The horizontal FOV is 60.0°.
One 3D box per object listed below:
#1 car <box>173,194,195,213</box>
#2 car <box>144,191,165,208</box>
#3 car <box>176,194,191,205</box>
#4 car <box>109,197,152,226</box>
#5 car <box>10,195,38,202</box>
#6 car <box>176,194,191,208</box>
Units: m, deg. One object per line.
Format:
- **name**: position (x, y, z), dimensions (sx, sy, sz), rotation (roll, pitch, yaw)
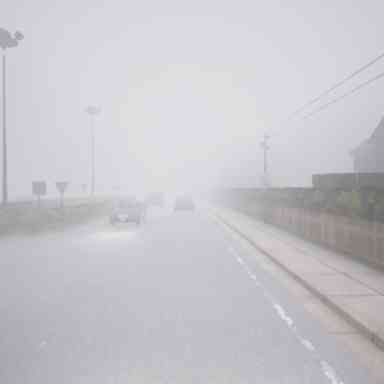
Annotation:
- **car**: position (-0.758, 1.216, 32.322), dimensions (2.128, 1.511, 4.902), rotation (0, 0, -1)
- **car**: position (-4.514, 0.889, 40.425), dimensions (2.150, 2.045, 5.566), rotation (0, 0, -1)
- **car**: position (-1.273, 1.062, 50.585), dimensions (2.128, 1.511, 4.902), rotation (0, 0, -1)
- **car**: position (-4.134, 1.319, 22.007), dimensions (2.128, 1.511, 4.902), rotation (0, 1, -1)
- **car**: position (-21.787, 1.224, 43.738), dimensions (1.837, 1.490, 4.892), rotation (-1, 0, 8)
- **car**: position (-1.070, 1.115, 42.696), dimensions (1.882, 1.535, 5.008), rotation (0, 0, -1)
